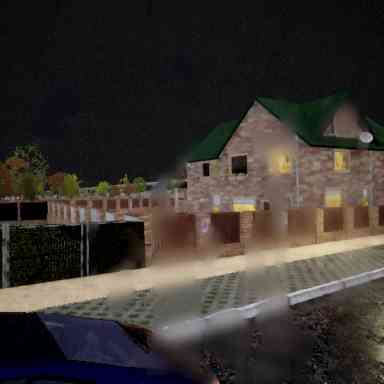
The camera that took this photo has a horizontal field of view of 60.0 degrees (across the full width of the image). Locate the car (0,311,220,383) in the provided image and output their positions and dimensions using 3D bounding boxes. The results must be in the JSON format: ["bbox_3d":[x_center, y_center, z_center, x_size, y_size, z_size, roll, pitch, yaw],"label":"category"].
[{"bbox_3d":[-1.740,1.564,1.831,4.181,1.385,1.994,0,0,-35],"label":"car"}]
